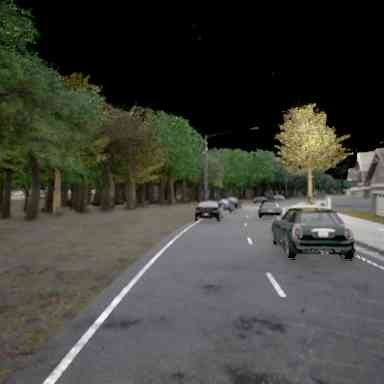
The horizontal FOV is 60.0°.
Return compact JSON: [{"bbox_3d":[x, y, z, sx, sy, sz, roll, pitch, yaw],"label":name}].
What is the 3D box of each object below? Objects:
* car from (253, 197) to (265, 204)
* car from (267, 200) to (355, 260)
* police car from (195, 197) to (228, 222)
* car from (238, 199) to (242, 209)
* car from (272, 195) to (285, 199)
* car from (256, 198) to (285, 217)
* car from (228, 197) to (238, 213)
[{"bbox_3d":[12.107,1.453,58.758,1.895,1.301,4.718,0,0,23],"label":"car"},{"bbox_3d":[4.351,1.355,12.655,2.097,1.767,4.553,0,0,5],"label":"car"},{"bbox_3d":[1.465,1.376,26.526,1.930,1.638,5.238,0,0,10],"label":"police car"},{"bbox_3d":[5.097,1.380,41.915,1.882,1.535,5.008,0,0,16],"label":"car"},{"bbox_3d":[19.154,1.279,73.414,1.994,1.385,4.181,0,0,29],"label":"car"},{"bbox_3d":[6.979,1.511,29.917,1.994,1.385,4.181,0,0,12],"label":"car"},{"bbox_3d":[3.541,1.446,36.148,1.812,1.442,4.674,0,0,14],"label":"car"}]
